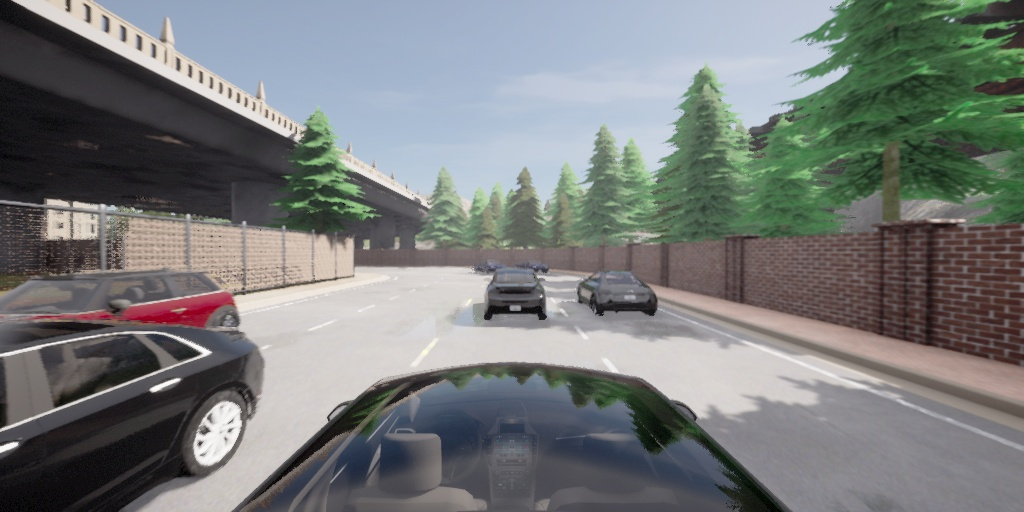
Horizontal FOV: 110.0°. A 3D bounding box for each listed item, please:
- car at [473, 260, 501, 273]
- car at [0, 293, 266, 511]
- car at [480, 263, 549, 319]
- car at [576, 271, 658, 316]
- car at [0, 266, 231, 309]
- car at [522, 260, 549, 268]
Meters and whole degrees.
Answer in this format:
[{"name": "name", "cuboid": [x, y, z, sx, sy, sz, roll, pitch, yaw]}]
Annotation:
[{"name": "car", "cuboid": [-2.207, 1.044, 34.660, 1.895, 1.301, 4.718, 0, 1, -25]}, {"name": "car", "cuboid": [-3.601, 1.253, 1.914, 1.837, 1.490, 4.892, 0, 1, 0]}, {"name": "car", "cuboid": [0.093, 1.157, 12.252, 1.837, 1.490, 4.892, 0, 1, 0]}, {"name": "car", "cuboid": [3.593, 1.209, 12.924, 1.994, 1.385, 4.181, 0, 1, 0]}, {"name": "car", "cuboid": [-7.105, 1.062, 6.035, 2.097, 1.767, 4.553, 0, 1, 0]}, {"name": "car", "cuboid": [1.753, 1.042, 34.777, 1.895, 1.301, 4.718, 0, 1, -21]}]
